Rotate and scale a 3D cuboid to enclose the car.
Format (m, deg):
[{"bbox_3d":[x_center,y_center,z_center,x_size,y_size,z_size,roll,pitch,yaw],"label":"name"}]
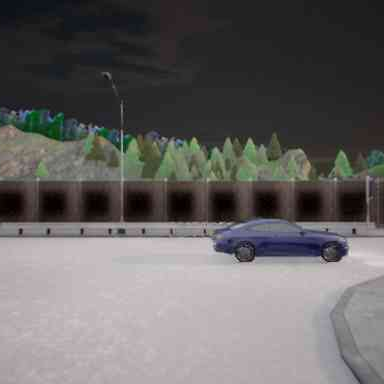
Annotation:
[{"bbox_3d":[3.032,1.645,11.773,4.674,1.442,1.812,0,-1,0],"label":"car"}]
